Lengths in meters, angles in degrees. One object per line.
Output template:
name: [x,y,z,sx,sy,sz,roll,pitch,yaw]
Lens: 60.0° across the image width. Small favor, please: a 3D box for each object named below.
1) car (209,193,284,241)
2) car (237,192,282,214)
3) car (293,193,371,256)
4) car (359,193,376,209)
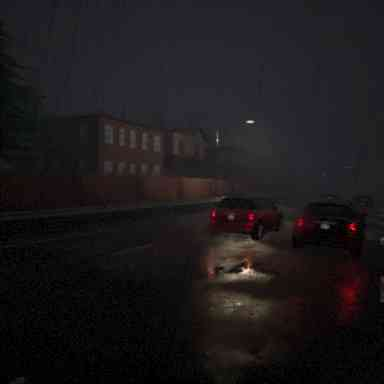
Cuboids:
car: [2.574,0.956,14.738,2.097,1.767,4.553,2,2,30]
car: [5.589,0.799,27.122,2.128,1.511,4.902,2,2,30]
car: [5.310,1.096,12.474,2.097,1.767,4.553,2,2,30]
car: [18.038,0.900,34.860,1.837,1.490,4.892,2,2,30]
